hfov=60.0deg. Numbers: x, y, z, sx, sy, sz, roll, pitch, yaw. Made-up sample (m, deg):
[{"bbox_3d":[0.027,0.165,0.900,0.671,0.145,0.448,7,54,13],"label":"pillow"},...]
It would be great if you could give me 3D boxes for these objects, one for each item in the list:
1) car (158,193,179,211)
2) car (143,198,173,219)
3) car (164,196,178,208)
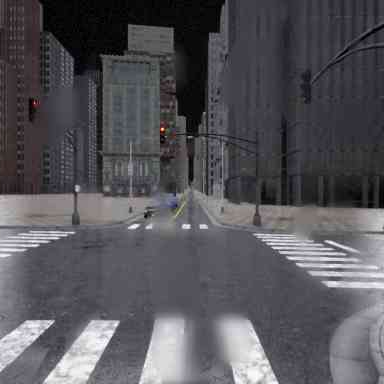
[{"bbox_3d":[-3.113,1.222,40.084,2.150,2.045,5.566,0,0,0],"label":"car"},{"bbox_3d":[-3.112,1.548,29.833,2.033,1.411,5.357,0,0,0],"label":"car"},{"bbox_3d":[-3.107,1.479,50.531,1.882,1.535,5.008,0,0,0],"label":"car"}]
